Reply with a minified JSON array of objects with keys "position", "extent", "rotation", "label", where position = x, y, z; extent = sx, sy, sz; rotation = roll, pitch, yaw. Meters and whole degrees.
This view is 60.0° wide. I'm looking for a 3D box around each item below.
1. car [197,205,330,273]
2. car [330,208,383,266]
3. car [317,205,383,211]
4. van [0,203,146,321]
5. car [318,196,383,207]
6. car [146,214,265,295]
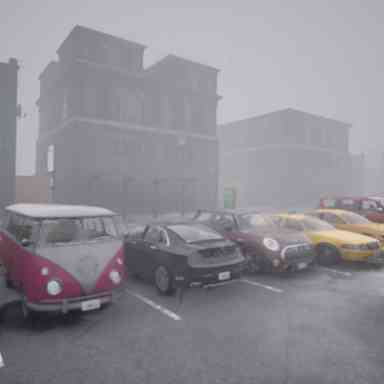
[{"position":[1.621,1.359,10.640],"extent":[2.185,1.767,4.553],"rotation":[0,0,-36],"label":"car"},{"position":[3.911,1.482,12.007],"extent":[1.946,1.575,5.366],"rotation":[0,0,-36],"label":"car"},{"position":[6.066,1.486,13.779],"extent":[2.097,1.535,5.008],"rotation":[0,0,-36],"label":"car"},{"position":[-2.927,1.255,7.214],"extent":[1.878,1.987,4.442],"rotation":[0,0,-36],"label":"van"},{"position":[8.351,1.236,15.368],"extent":[2.435,2.045,5.566],"rotation":[0,0,-36],"label":"car"},{"position":[-0.725,1.484,8.921],"extent":[2.231,1.521,4.892],"rotation":[0,0,-36],"label":"car"}]
